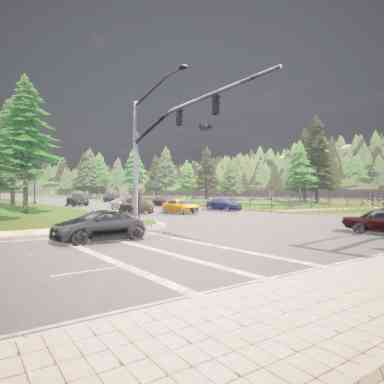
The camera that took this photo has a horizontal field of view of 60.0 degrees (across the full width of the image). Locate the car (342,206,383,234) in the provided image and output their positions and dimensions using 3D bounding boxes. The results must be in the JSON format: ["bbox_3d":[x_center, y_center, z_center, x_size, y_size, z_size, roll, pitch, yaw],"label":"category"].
[{"bbox_3d":[10.389,1.601,17.096,1.895,1.301,4.718,0,0,-35],"label":"car"}]

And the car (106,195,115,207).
[{"bbox_3d":[-9.632,1.526,45.590,1.812,1.442,4.674,0,0,-35],"label":"car"}]

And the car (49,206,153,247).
[{"bbox_3d":[-4.209,1.564,15.161,4.181,1.385,1.994,0,0,-39],"label":"car"}]

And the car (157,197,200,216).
[{"bbox_3d":[-1.183,1.478,33.547,1.882,1.535,5.008,0,0,-35],"label":"car"}]

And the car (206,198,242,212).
[{"bbox_3d":[3.695,1.478,38.779,1.882,1.535,5.008,0,0,-35],"label":"car"}]

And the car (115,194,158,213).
[{"bbox_3d":[-5.721,1.352,33.916,2.097,1.767,4.553,0,0,-35],"label":"car"}]

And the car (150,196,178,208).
[{"bbox_3d":[-4.294,1.478,50.144,1.882,1.535,5.008,0,1,-35],"label":"car"}]

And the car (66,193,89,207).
[{"bbox_3d":[-17.599,1.221,50.822,2.150,2.045,5.566,0,0,-36],"label":"car"}]

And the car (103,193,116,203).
[{"bbox_3d":[-16.269,1.220,67.338,2.150,2.045,5.566,0,0,-35],"label":"car"}]

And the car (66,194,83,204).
[{"bbox_3d":[-22.787,1.350,64.420,2.097,1.767,4.553,0,0,-35],"label":"car"}]
